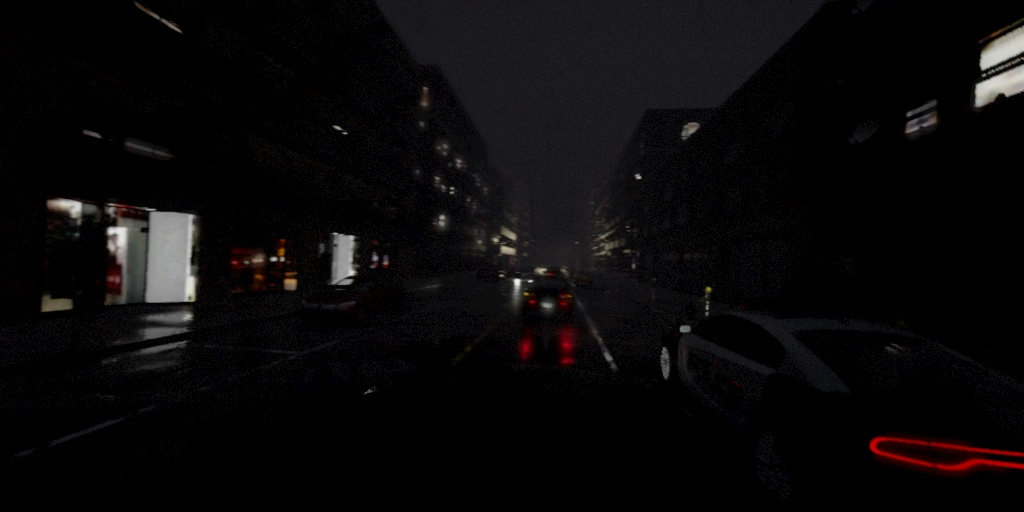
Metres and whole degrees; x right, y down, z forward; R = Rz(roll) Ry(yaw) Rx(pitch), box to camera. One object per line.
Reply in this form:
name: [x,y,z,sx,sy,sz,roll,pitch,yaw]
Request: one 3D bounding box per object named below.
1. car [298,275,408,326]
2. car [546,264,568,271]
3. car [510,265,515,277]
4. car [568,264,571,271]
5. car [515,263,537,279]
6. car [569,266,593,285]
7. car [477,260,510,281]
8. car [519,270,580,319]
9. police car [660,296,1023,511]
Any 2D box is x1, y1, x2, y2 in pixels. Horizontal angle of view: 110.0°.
car: [-4.737,1.259,11.323,1.802,1.307,4.207,0,0,7]
car: [3.657,1.710,31.182,1.837,1.490,4.892,2,-1,7]
car: [-1.173,1.551,39.274,1.967,1.591,4.097,0,0,7]
car: [7.846,2.043,43.797,1.888,1.381,4.507,0,0,7]
car: [1.533,1.739,39.418,1.812,1.442,4.674,2,-1,8]
car: [6.442,1.850,32.785,1.751,1.417,4.829,0,0,7]
car: [-1.886,1.339,33.685,2.192,1.841,5.009,0,0,7]
car: [1.453,1.462,13.897,1.812,1.442,4.674,2,-1,7]
police car: [3.302,1.327,4.406,1.930,1.638,5.238,2,-1,7]
